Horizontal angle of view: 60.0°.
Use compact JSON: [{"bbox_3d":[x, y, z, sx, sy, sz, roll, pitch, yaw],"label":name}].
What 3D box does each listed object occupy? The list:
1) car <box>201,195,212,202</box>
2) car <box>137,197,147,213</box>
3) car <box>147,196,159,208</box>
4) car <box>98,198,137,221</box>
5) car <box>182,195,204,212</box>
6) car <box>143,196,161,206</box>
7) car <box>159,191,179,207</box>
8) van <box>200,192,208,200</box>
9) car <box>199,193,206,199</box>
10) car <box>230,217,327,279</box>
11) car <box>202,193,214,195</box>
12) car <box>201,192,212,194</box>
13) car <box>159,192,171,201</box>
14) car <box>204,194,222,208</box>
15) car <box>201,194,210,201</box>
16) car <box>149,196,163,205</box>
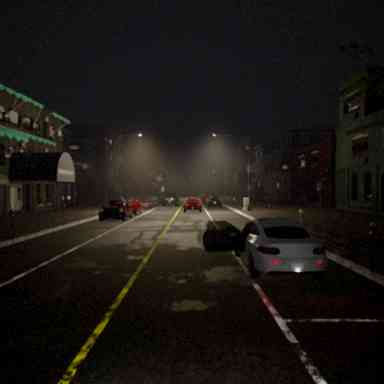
[{"bbox_3d":[2.747,1.184,63.926,1.802,1.307,4.206,-1,0,0],"label":"car"},{"bbox_3d":[-5.665,1.355,30.642,1.887,1.381,4.507,-1,0,0],"label":"car"},{"bbox_3d":[-5.654,1.323,41.738,1.802,1.307,4.206,-1,0,0],"label":"car"},{"bbox_3d":[-5.671,1.284,25.093,1.967,1.590,4.097,-1,0,0],"label":"car"},{"bbox_3d":[0.091,1.311,34.587,1.812,1.442,4.674,0,0,1],"label":"car"},{"bbox_3d":[-5.650,1.257,47.286,2.008,1.369,4.403,-1,0,0],"label":"car"},{"bbox_3d":[-2.962,0.930,46.926,2.150,2.045,5.566,0,0,0],"label":"car"},{"bbox_3d":[2.755,0.874,75.021,1.690,1.788,3.998,-1,0,0],"label":"van"},{"bbox_3d":[2.768,0.987,86.288,1.752,1.417,4.829,-1,0,0],"label":"car"},{"bbox_3d":[2.359,1.465,9.722,1.812,1.442,4.674,0,0,0],"label":"car"},{"bbox_3d":[2.732,1.231,47.450,1.752,1.417,4.829,-1,0,0],"label":"car"},{"bbox_3d":[2.734,0.987,52.828,2.192,1.841,5.009,-1,0,0],"label":"car"},{"bbox_3d":[-5.630,0.883,69.478,2.192,1.841,5.009,-1,0,0],"label":"car"},{"bbox_3d":[2.726,1.307,41.733,1.947,1.339,4.313,-1,0,0],"label":"car"},{"bbox_3d":[2.753,1.092,69.643,1.752,1.417,4.829,-1,0,0],"label":"car"},{"bbox_3d":[-5.644,1.254,52.835,1.802,1.307,4.206,-1,0,0],"label":"car"}]
